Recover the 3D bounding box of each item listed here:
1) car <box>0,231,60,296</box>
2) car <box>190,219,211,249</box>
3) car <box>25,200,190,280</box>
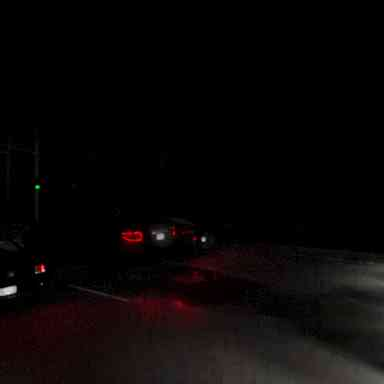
[{"bbox_3d":[-5.389,1.661,7.806,4.718,1.301,1.895,0,0,36],"label":"car"},{"bbox_3d":[-1.437,1.587,13.585,4.674,1.442,1.812,-1,0,36],"label":"car"},{"bbox_3d":[-3.012,1.282,10.410,5.566,2.045,2.150,0,0,36],"label":"car"}]
